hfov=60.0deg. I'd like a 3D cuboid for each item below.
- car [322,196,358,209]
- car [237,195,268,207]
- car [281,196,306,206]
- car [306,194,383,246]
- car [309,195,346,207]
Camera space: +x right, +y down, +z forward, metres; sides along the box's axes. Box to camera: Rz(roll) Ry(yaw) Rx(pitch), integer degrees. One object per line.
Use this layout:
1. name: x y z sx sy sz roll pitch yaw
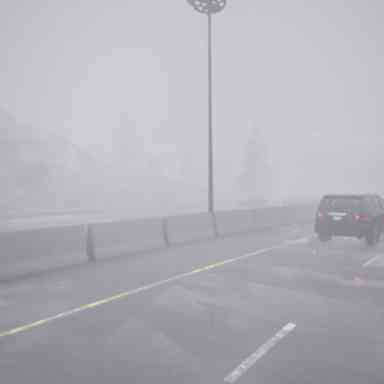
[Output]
1. car: 17.202 1.163 38.518 4.674 1.442 1.812 0 0 -38
2. car: 8.116 1.154 44.643 5.008 1.535 1.882 -1 0 -40
3. car: 14.202 1.225 45.061 4.718 1.301 1.895 -1 0 -38
4. car: 7.374 1.077 14.752 2.150 2.045 5.566 0 0 42
5. car: 17.732 1.153 43.380 5.357 1.411 2.033 -1 0 -37
